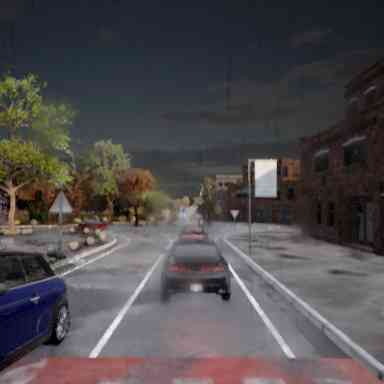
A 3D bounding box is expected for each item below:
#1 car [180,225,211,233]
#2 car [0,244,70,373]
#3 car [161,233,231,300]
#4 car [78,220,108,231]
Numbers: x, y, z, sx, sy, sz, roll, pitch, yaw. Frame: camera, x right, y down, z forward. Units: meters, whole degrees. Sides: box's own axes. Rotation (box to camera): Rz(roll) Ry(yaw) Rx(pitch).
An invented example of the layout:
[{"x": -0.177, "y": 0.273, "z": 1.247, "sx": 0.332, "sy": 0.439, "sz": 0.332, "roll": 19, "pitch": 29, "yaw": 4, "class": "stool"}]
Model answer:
[{"x": 0.182, "y": 2.941, "z": 21.933, "sx": 2.128, "sy": 1.511, "sz": 4.902, "roll": 0, "pitch": -4, "yaw": 4, "class": "car"}, {"x": -3.343, "y": 1.572, "z": 4.449, "sx": 2.097, "sy": 1.767, "sz": 4.553, "roll": 0, "pitch": -9, "yaw": 0, "class": "car"}, {"x": 0.100, "y": 2.246, "z": 10.402, "sx": 1.837, "sy": 1.490, "sz": 4.892, "roll": 0, "pitch": -5, "yaw": 0, "class": "car"}, {"x": -12.679, "y": 4.228, "z": 42.419, "sx": 1.895, "sy": 1.301, "sz": 4.718, "roll": 1, "pitch": -3, "yaw": -43, "class": "car"}]
